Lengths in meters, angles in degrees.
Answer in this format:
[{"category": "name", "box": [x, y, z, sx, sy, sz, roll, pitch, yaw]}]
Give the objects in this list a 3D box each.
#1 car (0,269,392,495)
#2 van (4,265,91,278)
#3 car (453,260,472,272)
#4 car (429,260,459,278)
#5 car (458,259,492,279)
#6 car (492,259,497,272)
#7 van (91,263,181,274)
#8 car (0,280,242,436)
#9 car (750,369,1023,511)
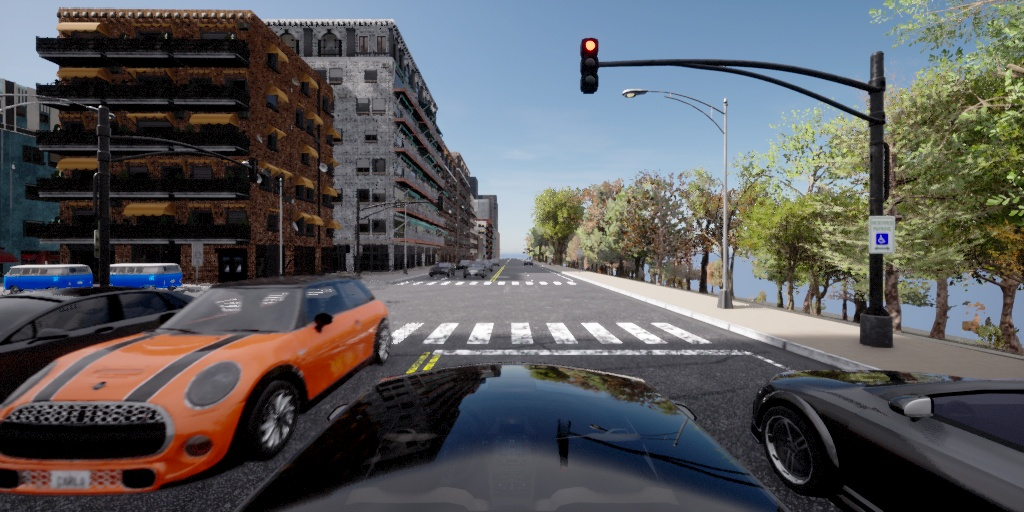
[{"category": "car", "box": [-3.351, 1.102, 4.964, 2.097, 1.767, 4.553, 0, 0, 0]}, {"category": "van", "box": [-28.302, 1.425, 21.953, 3.998, 1.789, 1.690, 0, 0, -1]}, {"category": "car", "box": [-6.554, 1.263, 48.009, 1.837, 1.490, 4.892, 0, 0, 0]}, {"category": "car", "box": [-6.570, 1.301, 34.626, 2.033, 1.411, 5.357, 0, 0, 0]}, {"category": "car", "box": [-3.322, 1.244, 33.136, 2.128, 1.511, 4.902, 0, 0, 0]}, {"category": "car", "box": [-3.307, 1.250, 44.482, 2.128, 1.511, 4.902, 0, 0, 0]}, {"category": "van", "box": [-22.701, 1.351, 22.024, 3.998, 1.789, 1.690, 0, 0, -1]}, {"category": "car", "box": [-6.600, 1.253, 5.099, 1.837, 1.490, 4.892, 0, 0, 0]}, {"category": "car", "box": [3.348, 1.314, 1.834, 1.994, 1.385, 4.181, 0, 0, 0]}]
